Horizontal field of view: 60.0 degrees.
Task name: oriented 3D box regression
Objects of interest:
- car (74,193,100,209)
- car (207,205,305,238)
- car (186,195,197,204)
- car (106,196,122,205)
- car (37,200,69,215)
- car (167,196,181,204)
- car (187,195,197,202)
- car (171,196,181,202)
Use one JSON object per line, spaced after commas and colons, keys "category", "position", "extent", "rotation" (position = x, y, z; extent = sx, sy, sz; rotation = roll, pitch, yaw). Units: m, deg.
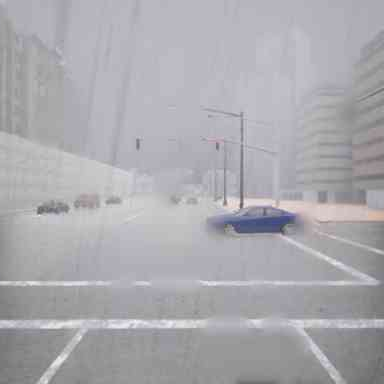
{"category": "car", "position": [-14.112, 1.189, 45.096], "extent": [2.150, 2.045, 5.566], "rotation": [0, 0, 0]}
{"category": "car", "position": [3.284, 1.464, 17.301], "extent": [5.008, 1.535, 1.882], "rotation": [0, 0, -6]}
{"category": "car", "position": [-0.037, 1.429, 63.212], "extent": [1.882, 1.535, 5.008], "rotation": [0, 0, 0]}
{"category": "car", "position": [-14.073, 1.501, 60.071], "extent": [2.033, 1.411, 5.357], "rotation": [0, 0, 0]}
{"category": "car", "position": [-14.114, 1.538, 33.961], "extent": [1.994, 1.385, 4.181], "rotation": [0, 0, 0]}
{"category": "car", "position": [-3.447, 1.480, 60.328], "extent": [1.812, 1.442, 4.674], "rotation": [0, 0, 0]}
{"category": "car", "position": [-0.043, 1.371, 73.630], "extent": [2.033, 1.411, 5.357], "rotation": [0, 0, 0]}
{"category": "car", "position": [-3.543, 1.539, 74.448], "extent": [1.895, 1.301, 4.718], "rotation": [0, 0, 0]}
